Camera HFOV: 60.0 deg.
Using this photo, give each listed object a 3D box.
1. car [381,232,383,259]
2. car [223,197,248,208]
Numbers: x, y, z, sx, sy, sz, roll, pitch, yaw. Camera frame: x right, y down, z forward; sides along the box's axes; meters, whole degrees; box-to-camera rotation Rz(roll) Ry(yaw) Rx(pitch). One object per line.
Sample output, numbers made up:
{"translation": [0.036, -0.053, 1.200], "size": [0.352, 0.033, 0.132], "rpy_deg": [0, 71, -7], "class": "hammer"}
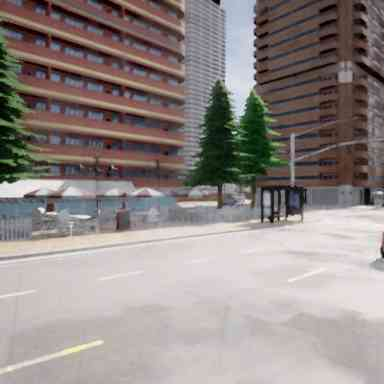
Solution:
{"translation": [8.423, 1.412, 11.635], "size": [4.553, 1.767, 2.097], "rpy_deg": [0, -1, -42], "class": "car"}
{"translation": [6.395, 1.885, 50.553], "size": [1.812, 1.442, 4.674], "rpy_deg": [0, -1, -42], "class": "car"}
